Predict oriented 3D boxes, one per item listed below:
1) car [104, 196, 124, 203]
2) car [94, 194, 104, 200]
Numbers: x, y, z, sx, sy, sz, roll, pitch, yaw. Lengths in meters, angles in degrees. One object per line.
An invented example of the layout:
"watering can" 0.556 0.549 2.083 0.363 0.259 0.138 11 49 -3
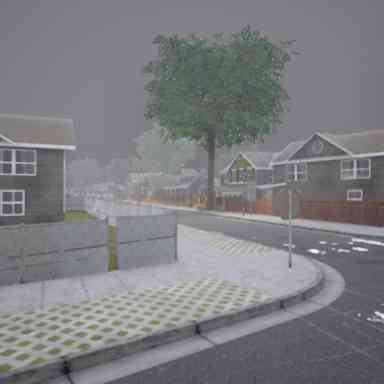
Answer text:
"car" -12.087 1.473 52.529 2.128 1.511 4.902 0 0 -23
"car" -23.650 1.420 86.470 1.812 1.442 4.674 0 0 -23
